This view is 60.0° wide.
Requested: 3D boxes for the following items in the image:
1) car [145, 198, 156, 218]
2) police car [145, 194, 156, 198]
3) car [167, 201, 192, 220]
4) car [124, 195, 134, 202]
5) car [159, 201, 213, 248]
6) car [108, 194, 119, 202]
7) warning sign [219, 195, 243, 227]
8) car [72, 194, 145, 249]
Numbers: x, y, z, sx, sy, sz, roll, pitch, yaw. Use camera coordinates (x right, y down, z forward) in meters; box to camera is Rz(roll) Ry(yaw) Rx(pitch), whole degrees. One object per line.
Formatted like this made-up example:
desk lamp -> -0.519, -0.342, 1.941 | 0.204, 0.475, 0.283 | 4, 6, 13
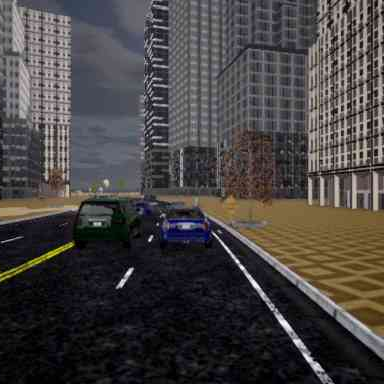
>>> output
car -> -4.480, 1.530, 29.815 | 1.812, 1.442, 4.674 | 0, 0, -5
police car -> -11.362, 1.406, 95.021 | 1.930, 1.638, 5.238 | 0, 0, -15
car -> -1.241, 1.560, 30.079 | 2.033, 1.411, 5.357 | 0, 0, -5
car -> -14.281, 1.516, 74.856 | 2.033, 1.411, 5.357 | 0, 0, -12
car -> -0.310, 1.365, 14.880 | 2.097, 1.767, 4.553 | 0, 0, -2
car -> -17.463, 1.335, 74.195 | 2.097, 1.767, 4.553 | 0, 0, -12
warning sign -> 2.308, 1.113, 19.872 | 1.300, 1.860, 1.060 | 0, 0, -3
car -> -3.560, 1.257, 14.807 | 2.150, 2.045, 5.566 | 0, 0, -2
